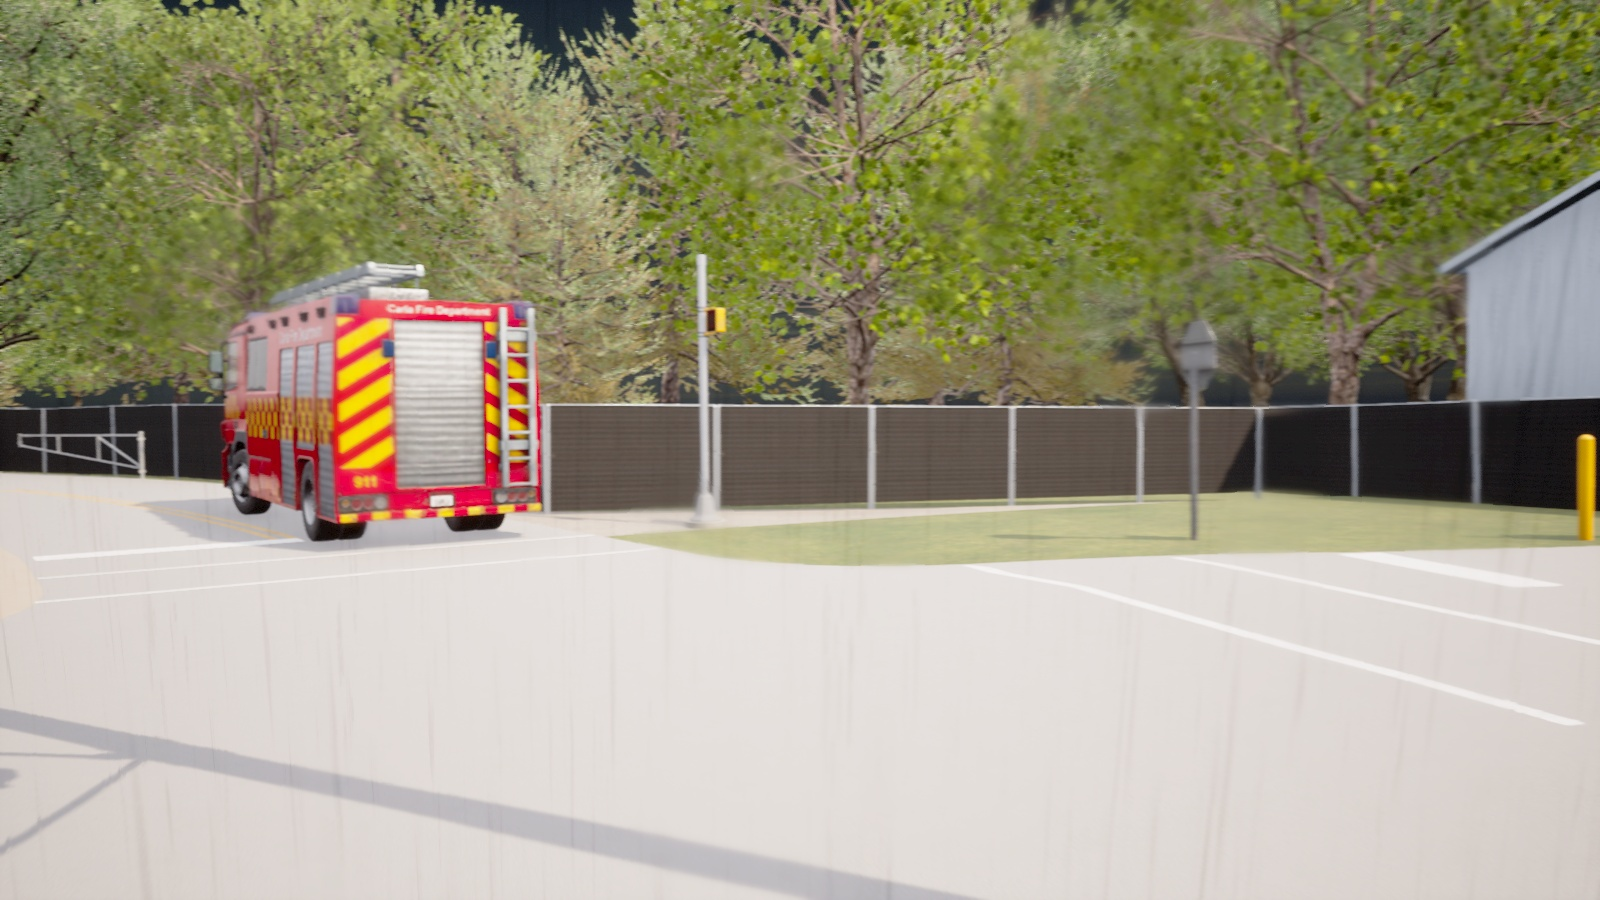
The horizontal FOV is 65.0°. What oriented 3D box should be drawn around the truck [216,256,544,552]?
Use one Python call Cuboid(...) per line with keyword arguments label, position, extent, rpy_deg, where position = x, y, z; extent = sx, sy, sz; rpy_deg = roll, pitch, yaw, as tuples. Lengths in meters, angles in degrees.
Cuboid(label="truck", position=(-7.212, -0.771, 20.536), extent=(2.891, 3.827, 8.468), rpy_deg=(-2, 3, -34))
